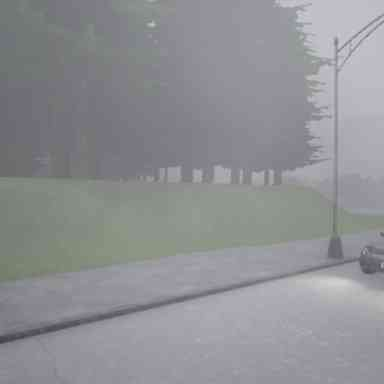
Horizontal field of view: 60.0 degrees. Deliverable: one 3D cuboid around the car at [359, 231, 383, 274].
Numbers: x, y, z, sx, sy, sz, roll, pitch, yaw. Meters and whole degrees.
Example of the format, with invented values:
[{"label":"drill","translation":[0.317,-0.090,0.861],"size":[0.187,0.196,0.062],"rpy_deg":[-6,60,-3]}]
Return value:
[{"label":"car","translation":[6.723,1.593,9.631],"size":[4.674,1.442,1.812],"rpy_deg":[1,0,-37]}]
